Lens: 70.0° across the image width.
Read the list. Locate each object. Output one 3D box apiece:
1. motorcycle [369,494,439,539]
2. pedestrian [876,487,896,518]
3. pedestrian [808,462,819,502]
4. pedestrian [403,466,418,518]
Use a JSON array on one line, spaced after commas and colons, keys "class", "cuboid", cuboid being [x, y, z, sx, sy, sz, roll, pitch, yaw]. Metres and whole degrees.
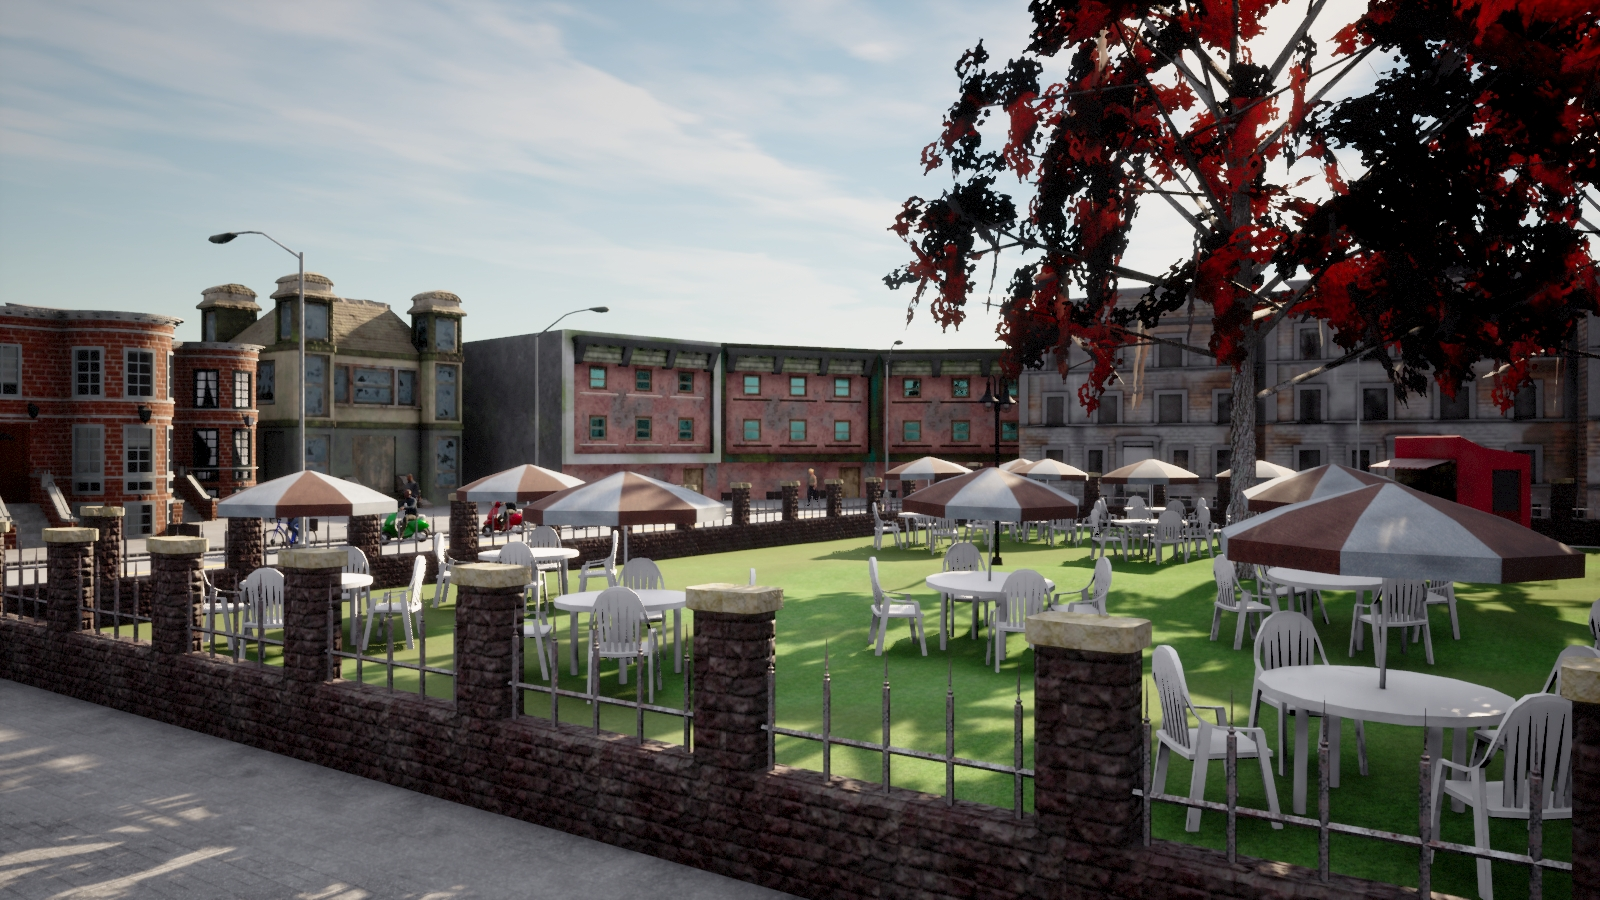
[{"class": "motorcycle", "cuboid": [-11.759, 1.950, 33.969, 0.856, 1.236, 1.805, 0, 0, 35]}, {"class": "pedestrian", "cuboid": [3.105, 1.894, 41.163, 0.500, 1.100, 0.500, 0, 0, -35]}, {"class": "pedestrian", "cuboid": [0.642, 1.513, 53.755, 0.375, 1.860, 0.375, 0, 0, -37]}, {"class": "pedestrian", "cuboid": [-14.100, 1.511, 41.341, 0.375, 1.860, 0.375, 0, 0, 30]}]
